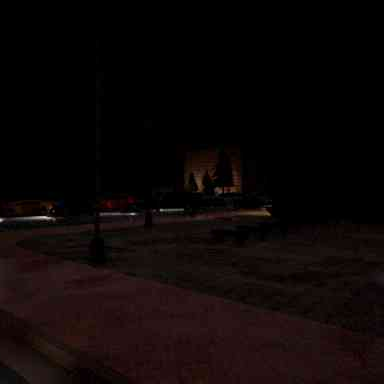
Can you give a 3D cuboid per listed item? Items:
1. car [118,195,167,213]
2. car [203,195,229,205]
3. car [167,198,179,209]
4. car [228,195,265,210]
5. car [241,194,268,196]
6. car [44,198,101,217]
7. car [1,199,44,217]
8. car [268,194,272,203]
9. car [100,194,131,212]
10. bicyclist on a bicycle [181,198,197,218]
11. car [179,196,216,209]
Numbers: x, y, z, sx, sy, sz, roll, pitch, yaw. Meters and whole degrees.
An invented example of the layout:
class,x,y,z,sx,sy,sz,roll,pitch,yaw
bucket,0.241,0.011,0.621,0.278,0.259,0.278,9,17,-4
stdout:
class,x,y,z,sx,sy,sz,roll,pitch,yaw
car,-5.564,1.478,38.232,1.882,1.535,5.008,0,0,40
car,3.642,1.564,54.530,1.994,1.385,4.181,0,0,41
car,-2.870,1.547,46.863,2.033,1.411,5.357,0,0,40
car,7.126,1.491,42.130,2.128,1.511,4.902,0,0,40
car,9.084,1.505,49.985,1.837,1.490,4.892,0,0,41
car,-11.223,1.564,31.508,1.994,1.385,4.181,0,0,40
car,-15.875,1.478,31.427,1.882,1.535,5.008,0,0,40
car,15.727,1.547,57.947,2.033,1.411,5.357,0,0,40
car,-9.474,1.221,39.022,2.150,2.045,5.566,0,0,41
bicyclist on a bicycle,-0.259,1.301,26.703,1.656,1.620,0.582,0,0,40
car,0.836,1.601,45.816,1.895,1.301,4.718,0,0,40
